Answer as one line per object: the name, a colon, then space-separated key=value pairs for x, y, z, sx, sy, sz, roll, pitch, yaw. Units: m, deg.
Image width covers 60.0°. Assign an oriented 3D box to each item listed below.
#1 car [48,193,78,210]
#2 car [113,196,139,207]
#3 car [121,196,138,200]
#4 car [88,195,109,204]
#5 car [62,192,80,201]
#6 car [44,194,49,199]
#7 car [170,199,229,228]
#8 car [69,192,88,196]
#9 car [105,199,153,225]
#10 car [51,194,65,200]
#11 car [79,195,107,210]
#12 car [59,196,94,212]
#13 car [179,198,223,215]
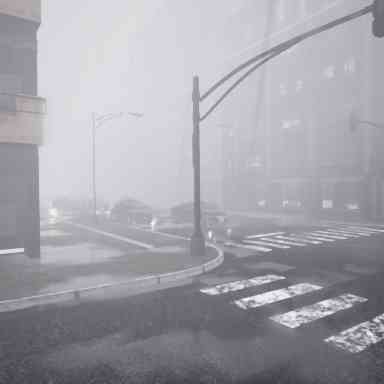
car: x=-15.914 y=1.313 z=41.037 sx=1.967 sy=1.590 sz=4.097 roll=-1 pitch=1 yaw=-35
car: x=-9.121 y=1.266 z=45.945 sx=1.752 sy=1.417 sz=4.829 roll=-1 pitch=1 yaw=-35
car: x=-5.494 y=1.374 z=30.519 sx=1.882 sy=1.535 sz=5.008 roll=-1 pitch=1 yaw=-35
car: x=-15.585 y=1.217 z=55.292 sx=1.752 sy=1.417 sz=4.829 roll=-1 pitch=1 yaw=-35
car: x=-25.186 y=0.936 z=69.171 sx=2.192 sy=1.841 sz=5.009 roll=-1 pitch=1 yaw=-35
car: x=-34.977 y=1.076 z=83.335 sx=1.752 sy=1.417 sz=4.829 roll=-1 pitch=1 yaw=-35
car: x=0.387 y=1.434 z=22.010 sx=2.128 sy=1.511 sz=4.902 roll=-1 pitch=1 yaw=-35
car: x=-18.084 y=1.082 z=54.344 sx=2.097 sy=1.767 sz=4.553 roll=-1 pitch=1 yaw=-35
car: x=-4.421 y=1.509 z=24.191 sx=1.887 sy=1.381 sz=4.507 roll=-1 pitch=1 yaw=-35
car: x=-31.649 y=1.125 z=78.522 sx=2.008 sy=1.369 sz=4.403 roll=-1 pitch=1 yaw=-35
car: x=-11.492 y=1.397 z=39.205 sx=2.033 sy=1.411 sz=5.357 roll=-1 pitch=1 yaw=-35
car: x=-12.682 y=1.449 z=36.364 sx=2.008 sy=1.369 sz=4.403 roll=-1 pitch=1 yaw=-35
car: x=0.756 y=1.360 z=31.846 sx=1.887 sy=1.381 sz=4.507 roll=-1 pitch=1 yaw=-35
